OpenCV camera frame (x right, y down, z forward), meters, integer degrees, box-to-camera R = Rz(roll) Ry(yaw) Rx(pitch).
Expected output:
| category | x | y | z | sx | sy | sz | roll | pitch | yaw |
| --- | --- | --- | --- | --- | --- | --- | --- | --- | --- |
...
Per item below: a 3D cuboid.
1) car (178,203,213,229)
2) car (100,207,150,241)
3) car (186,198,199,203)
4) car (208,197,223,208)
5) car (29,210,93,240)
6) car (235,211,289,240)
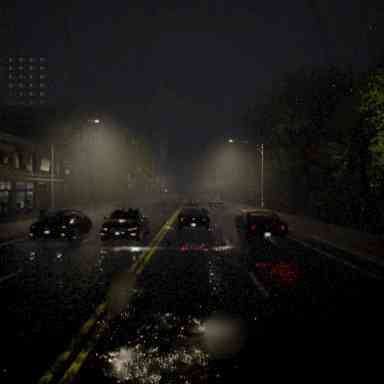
| category | x | y | z | sx | sy | sz | roll | pitch | yaw |
| --- | --- | --- | --- | --- | --- | --- | --- | --- | --- |
| car | 0.092 | 1.600 | 21.363 | 1.895 | 1.301 | 4.718 | 0 | 0 | 0 |
| car | -3.257 | 1.559 | 16.923 | 1.837 | 1.490 | 4.892 | 0 | 0 | 0 |
| car | 0.080 | 1.543 | 50.568 | 2.033 | 1.411 | 5.357 | 0 | 0 | 0 |
| car | 3.334 | 1.487 | 47.010 | 2.128 | 1.511 | 4.902 | 0 | 0 | 0 |
| car | -6.507 | 1.607 | 16.922 | 1.994 | 1.385 | 4.181 | 0 | 0 | 0 |
| car | 3.345 | 1.601 | 16.926 | 1.895 | 1.301 | 4.718 | 0 | 0 | 0 |
